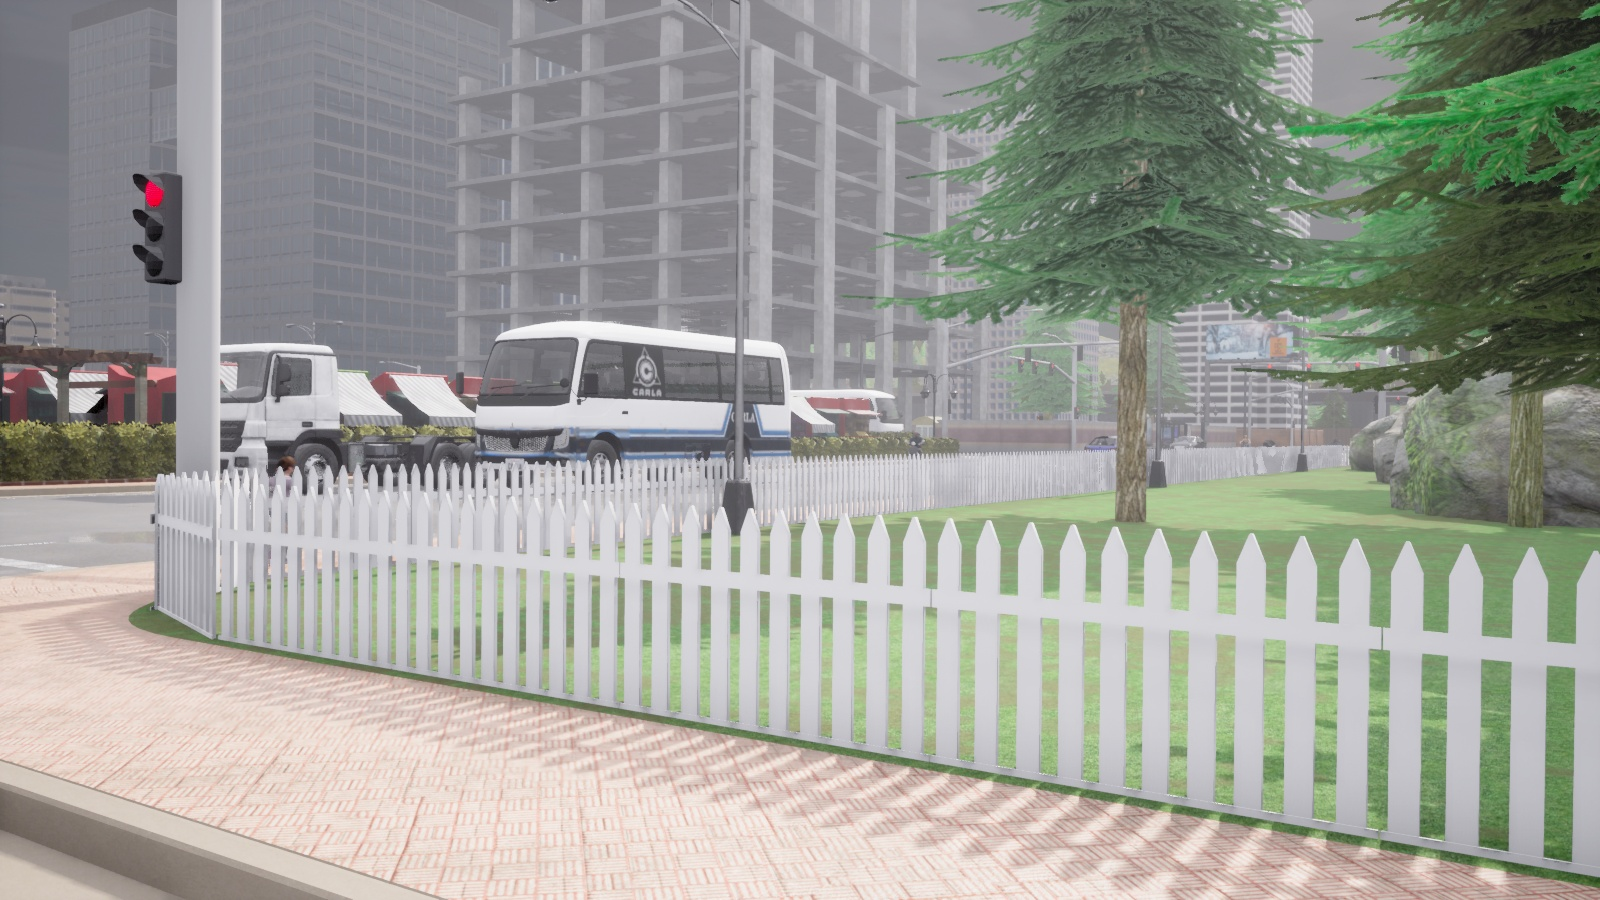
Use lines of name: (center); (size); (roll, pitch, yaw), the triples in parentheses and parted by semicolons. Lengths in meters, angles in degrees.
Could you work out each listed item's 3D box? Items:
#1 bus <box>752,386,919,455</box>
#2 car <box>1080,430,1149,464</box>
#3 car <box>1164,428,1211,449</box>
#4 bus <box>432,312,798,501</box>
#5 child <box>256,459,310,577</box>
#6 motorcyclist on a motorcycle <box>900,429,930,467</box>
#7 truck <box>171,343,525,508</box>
bus: (2.254, -1.841, 82.031); (10.273, 4.253, 3.944); (0, 1, 32)
car: (14.279, -0.162, 56.946); (1.816, 1.474, 4.193); (0, 1, 32)
car: (28.794, -0.845, 93.194); (2.128, 1.511, 4.902); (0, 1, 32)
bus: (-4.467, -1.065, 33.699); (3.944, 4.253, 10.273); (0, 1, 32)
child: (-5.006, 0.649, 12.174); (0.255, 1.110, 0.394); (0, 1, 32)
motorcyclist on a motorcycle: (4.886, -0.086, 53.191); (0.866, 1.590, 1.817); (0, 1, 19)
truck: (-10.611, -0.571, 30.501); (2.891, 3.462, 7.936); (0, 1, 32)
